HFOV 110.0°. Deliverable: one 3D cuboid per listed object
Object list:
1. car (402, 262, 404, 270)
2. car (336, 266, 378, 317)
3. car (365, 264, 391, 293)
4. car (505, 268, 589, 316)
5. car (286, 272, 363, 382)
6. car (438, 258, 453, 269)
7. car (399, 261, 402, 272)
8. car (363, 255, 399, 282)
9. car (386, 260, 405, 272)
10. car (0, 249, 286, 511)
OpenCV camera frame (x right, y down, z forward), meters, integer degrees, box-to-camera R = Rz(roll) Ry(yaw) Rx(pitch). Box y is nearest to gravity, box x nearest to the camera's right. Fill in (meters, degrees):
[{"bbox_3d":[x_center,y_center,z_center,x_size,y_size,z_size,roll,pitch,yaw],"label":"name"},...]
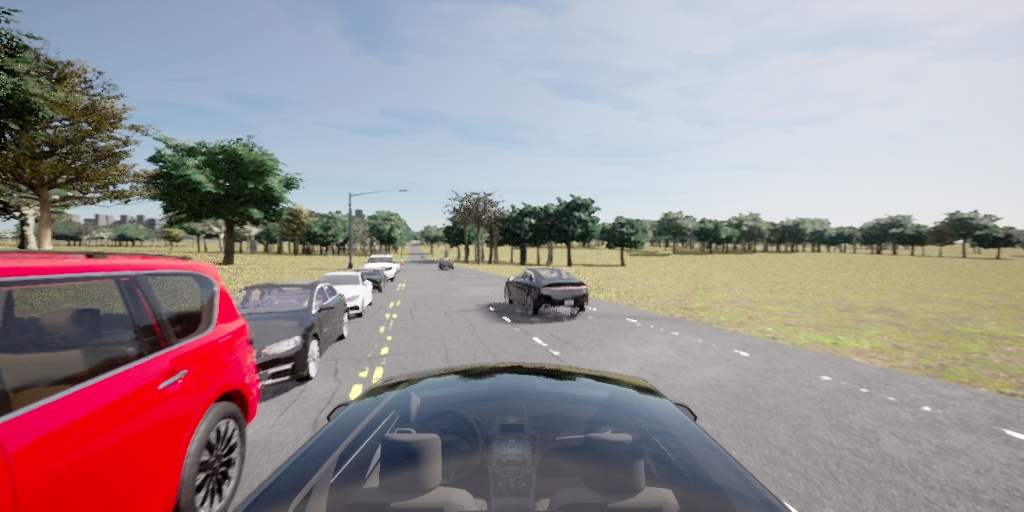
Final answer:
[{"bbox_3d":[-13.843,1.214,41.228,1.812,1.442,4.674,-1,0,-14],"label":"car"},{"bbox_3d":[-6.131,1.287,12.967,1.812,1.442,4.674,-1,0,-16],"label":"car"},{"bbox_3d":[-8.181,1.342,20.383,1.895,1.301,4.718,-1,0,-15],"label":"car"},{"bbox_3d":[1.075,1.184,13.174,2.128,1.511,4.902,-1,0,-15],"label":"car"},{"bbox_3d":[-4.479,1.269,7.021,2.128,1.511,4.902,-1,0,-15],"label":"car"},{"bbox_3d":[-9.504,1.092,51.339,2.128,1.511,4.902,-1,0,-15],"label":"car"},{"bbox_3d":[-12.245,1.250,35.120,2.033,1.411,5.357,-1,0,-15],"label":"car"},{"bbox_3d":[-10.486,0.940,28.712,2.150,2.045,5.566,-1,0,-15],"label":"car"},{"bbox_3d":[-15.284,1.278,47.090,1.895,1.301,4.718,-1,0,-12],"label":"car"},{"bbox_3d":[-2.783,0.980,0.929,2.150,2.045,5.566,0,-1,-15],"label":"car"}]
